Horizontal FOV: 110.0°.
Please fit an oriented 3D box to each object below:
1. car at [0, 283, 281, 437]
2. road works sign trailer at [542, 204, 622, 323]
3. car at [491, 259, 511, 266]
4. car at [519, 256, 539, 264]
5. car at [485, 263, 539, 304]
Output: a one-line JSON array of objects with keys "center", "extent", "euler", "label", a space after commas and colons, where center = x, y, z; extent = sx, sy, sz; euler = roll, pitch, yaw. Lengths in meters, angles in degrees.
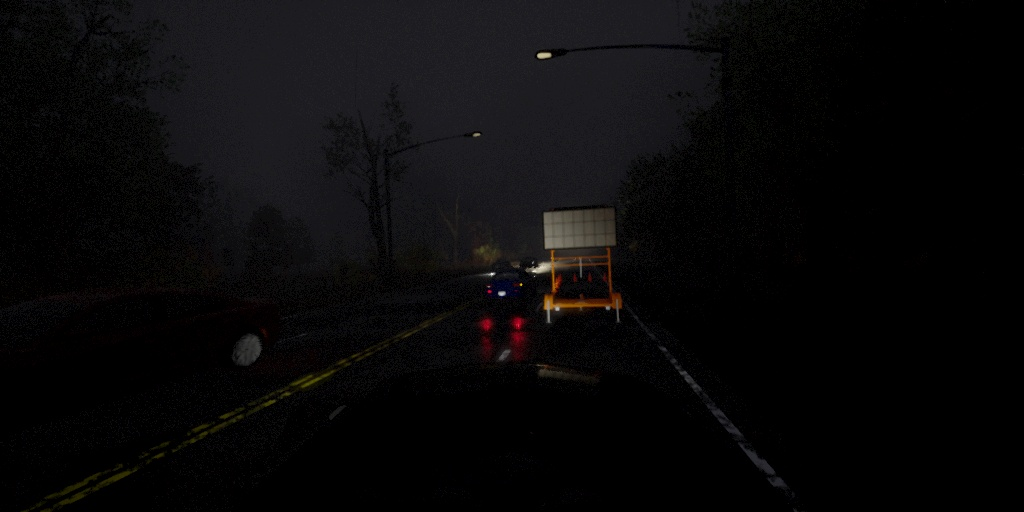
[{"center": [-5.713, 1.205, 4.889], "extent": [1.882, 1.535, 5.008], "euler": [0, 1, 11], "label": "car"}, {"center": [2.352, 0.159, 11.908], "extent": [2.380, 3.560, 2.880], "euler": [0, 0, 11], "label": "road works sign trailer"}, {"center": [-1.323, 1.132, 45.255], "extent": [2.128, 1.511, 4.902], "euler": [-2, 0, 11], "label": "car"}, {"center": [2.245, 0.824, 46.615], "extent": [2.097, 1.767, 4.553], "euler": [-2, 0, 11], "label": "car"}, {"center": [0.003, 1.298, 16.612], "extent": [1.812, 1.442, 4.674], "euler": [-3, 0, 10], "label": "car"}]
